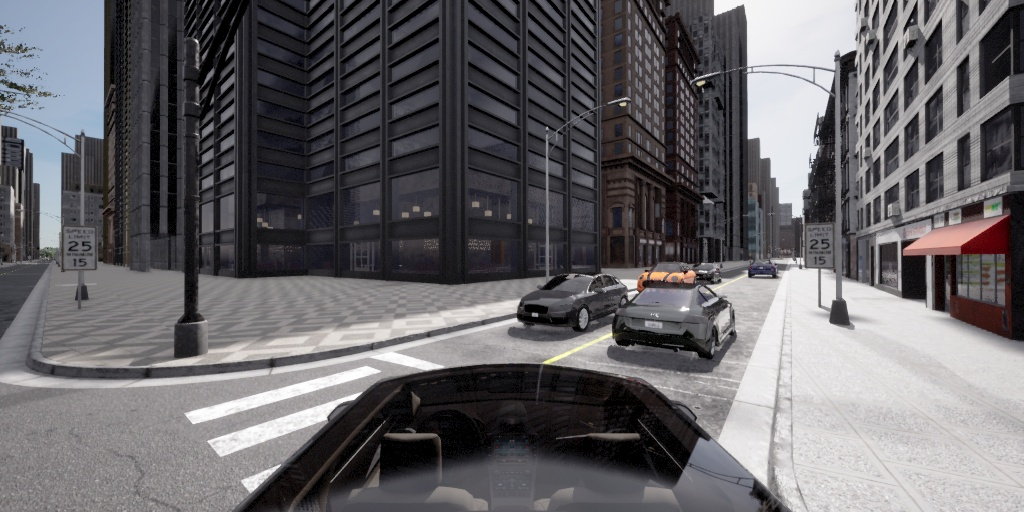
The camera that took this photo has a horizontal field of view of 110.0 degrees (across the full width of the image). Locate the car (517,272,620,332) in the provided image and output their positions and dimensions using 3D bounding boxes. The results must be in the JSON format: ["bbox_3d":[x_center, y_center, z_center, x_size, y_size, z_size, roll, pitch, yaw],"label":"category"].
[{"bbox_3d":[2.084,1.268,11.185,1.837,1.490,4.892,0,0,38],"label":"car"}]

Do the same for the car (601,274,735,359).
[{"bbox_3d":[4.006,1.312,8.606,1.994,1.385,4.181,0,0,38],"label":"car"}]

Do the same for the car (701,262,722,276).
[{"bbox_3d":[14.695,1.259,27.379,1.837,1.490,4.892,0,0,38],"label":"car"}]

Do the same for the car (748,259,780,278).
[{"bbox_3d":[23.601,1.084,33.697,2.097,1.767,4.553,0,0,38],"label":"car"}]

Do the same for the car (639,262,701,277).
[{"bbox_3d":[8.398,1.111,19.302,2.097,1.767,4.553,0,0,38],"label":"car"}]
